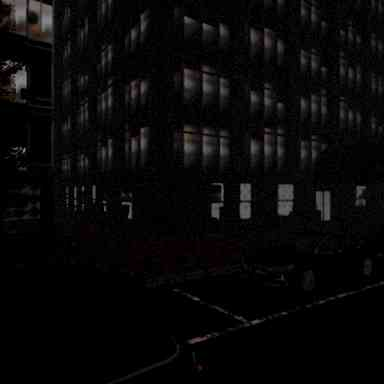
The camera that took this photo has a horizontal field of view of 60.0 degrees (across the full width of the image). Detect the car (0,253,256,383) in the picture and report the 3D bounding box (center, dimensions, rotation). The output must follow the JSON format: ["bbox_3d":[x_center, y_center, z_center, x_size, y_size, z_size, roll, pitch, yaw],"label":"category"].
[{"bbox_3d":[-2.055,1.349,1.779,4.553,1.767,2.097,1,0,-35],"label":"car"}]

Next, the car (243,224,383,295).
[{"bbox_3d":[3.197,1.630,8.806,4.403,1.369,2.008,1,-1,-35],"label":"car"}]
